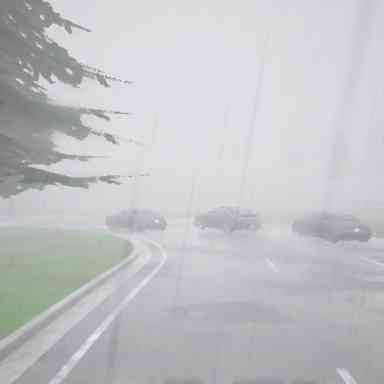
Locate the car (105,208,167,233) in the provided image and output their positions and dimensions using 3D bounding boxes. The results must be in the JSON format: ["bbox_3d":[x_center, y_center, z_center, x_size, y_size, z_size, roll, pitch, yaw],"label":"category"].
[{"bbox_3d":[-3.462,1.632,20.208,4.181,1.385,1.994,0,-1,43],"label":"car"}]

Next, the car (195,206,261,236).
[{"bbox_3d":[1.944,1.579,19.370,2.128,1.511,4.902,1,0,-29],"label":"car"}]

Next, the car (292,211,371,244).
[{"bbox_3d":[6.801,1.662,16.682,1.994,1.385,4.181,0,0,-14],"label":"car"}]
